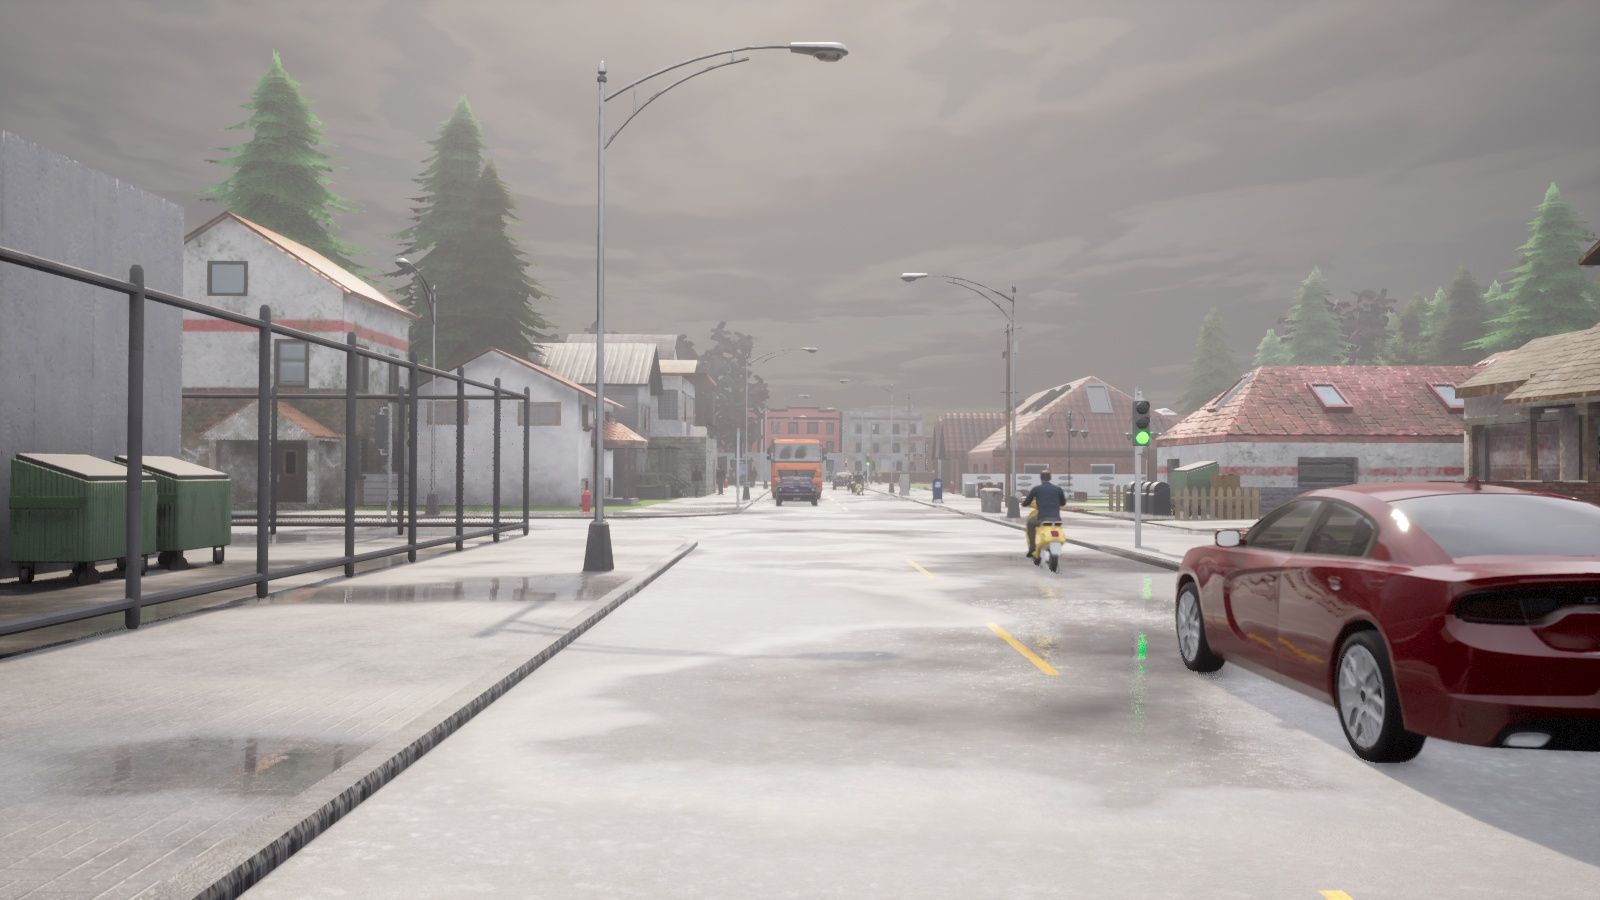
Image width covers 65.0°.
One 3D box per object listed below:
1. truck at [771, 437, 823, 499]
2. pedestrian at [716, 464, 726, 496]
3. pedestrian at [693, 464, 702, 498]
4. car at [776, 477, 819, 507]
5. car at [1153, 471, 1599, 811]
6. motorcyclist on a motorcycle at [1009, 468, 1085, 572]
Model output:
[{"bbox_3d":[-0.181,1.069,73.756,2.891,3.462,7.936,0,-1,0],"label":"truck"},{"bbox_3d":[-4.815,1.824,76.451,0.402,1.930,0.666,0,-1,13],"label":"pedestrian"},{"bbox_3d":[-5.554,1.685,67.956,0.431,1.840,0.703,0,-1,-3],"label":"pedestrian"},{"bbox_3d":[-0.144,1.881,57.626,1.895,1.301,4.718,0,-1,0],"label":"car"},{"bbox_3d":[3.980,0.915,8.263,1.882,1.535,5.008,0,-1,0],"label":"car"},{"bbox_3d":[3.953,1.091,20.241,0.866,1.590,1.817,0,-1,0],"label":"motorcyclist on a motorcycle"}]
